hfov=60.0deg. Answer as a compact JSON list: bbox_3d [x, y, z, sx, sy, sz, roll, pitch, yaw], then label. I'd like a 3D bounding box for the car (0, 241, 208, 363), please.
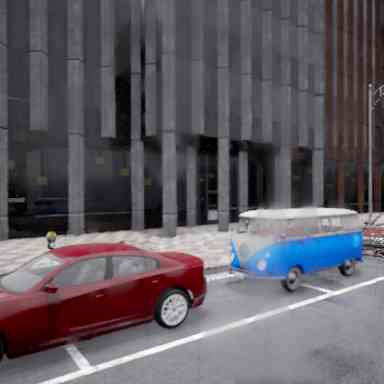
[{"bbox_3d":[-1.819,1.543,5.354,4.507,1.381,1.887,0,0,-35],"label":"car"}]

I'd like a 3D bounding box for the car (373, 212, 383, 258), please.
[{"bbox_3d":[7.361,1.425,11.898,4.097,1.590,1.967,0,0,-35],"label":"car"}]

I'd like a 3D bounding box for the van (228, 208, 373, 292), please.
[{"bbox_3d":[2.771,1.333,8.626,3.998,1.788,1.690,0,0,-35],"label":"van"}]
